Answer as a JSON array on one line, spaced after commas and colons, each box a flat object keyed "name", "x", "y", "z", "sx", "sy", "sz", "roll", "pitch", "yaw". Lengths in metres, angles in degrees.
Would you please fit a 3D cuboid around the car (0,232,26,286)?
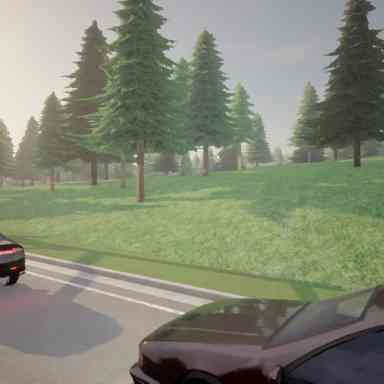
[{"name": "car", "x": -6.015, "y": 1.492, "z": 8.174, "sx": 4.902, "sy": 1.511, "sz": 2.128, "roll": 0, "pitch": 0, "yaw": 36}]

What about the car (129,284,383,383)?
[{"name": "car", "x": 1.976, "y": 1.547, "z": 2.582, "sx": 5.357, "sy": 1.411, "sz": 2.033, "roll": 0, "pitch": 0, "yaw": 35}]
